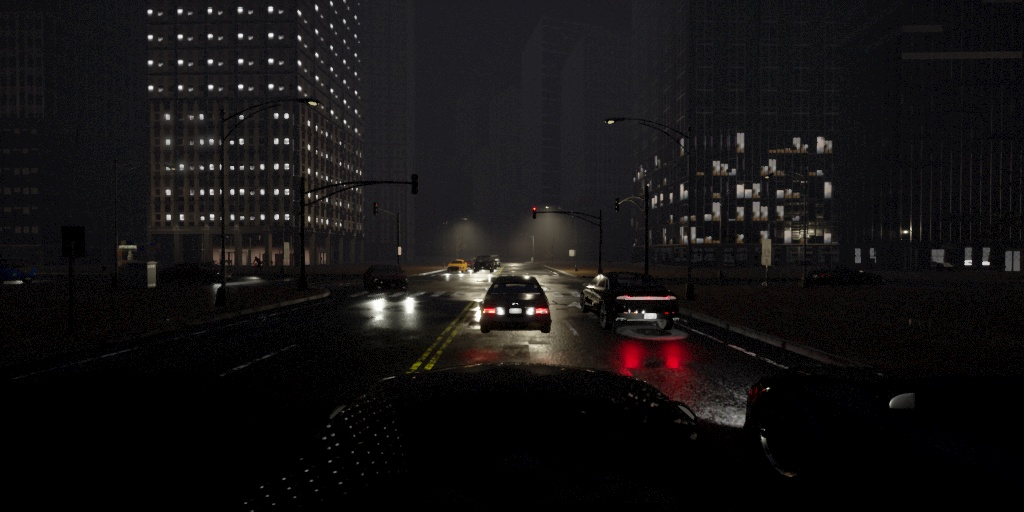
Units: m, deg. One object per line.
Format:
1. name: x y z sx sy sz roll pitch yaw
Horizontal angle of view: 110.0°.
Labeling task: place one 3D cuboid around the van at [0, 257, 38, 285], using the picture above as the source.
1. van: -33.909 0.960 23.625 3.998 1.789 1.690 0 0 1

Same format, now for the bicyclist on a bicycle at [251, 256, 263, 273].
1. bicyclist on a bicycle: -24.665 0.868 34.704 0.582 1.620 1.656 0 1 1

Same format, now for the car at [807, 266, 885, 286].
1. car: 23.190 1.426 25.022 4.181 1.385 1.994 0 0 1

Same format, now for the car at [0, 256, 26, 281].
1. car: -39.350 0.924 26.360 4.553 1.767 2.097 0 0 2

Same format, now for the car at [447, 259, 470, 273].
1. car: -6.548 1.193 43.206 1.882 1.535 5.008 0 0 0

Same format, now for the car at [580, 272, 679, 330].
1. car: 3.356 1.238 11.085 2.128 1.511 4.902 0 0 0

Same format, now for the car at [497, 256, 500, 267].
1. car: -3.286 1.049 52.836 2.097 1.767 4.553 0 0 0

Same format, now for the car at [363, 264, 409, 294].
1. car: -7.271 1.224 20.533 1.882 1.535 5.008 2 -1 -29

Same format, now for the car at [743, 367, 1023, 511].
1. car: 3.354 1.314 1.928 1.994 1.385 4.181 0 0 0

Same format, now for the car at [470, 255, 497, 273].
1. car: -3.299 0.938 42.882 2.150 2.045 5.566 0 0 0

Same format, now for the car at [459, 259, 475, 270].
1. car: -6.535 1.223 52.618 1.812 1.442 4.674 0 0 0

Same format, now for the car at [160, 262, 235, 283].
1. car: -22.692 1.176 25.918 4.674 1.442 1.812 0 0 1

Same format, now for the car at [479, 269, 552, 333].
1. car: 0.109 1.294 10.672 2.033 1.411 5.357 0 0 1
